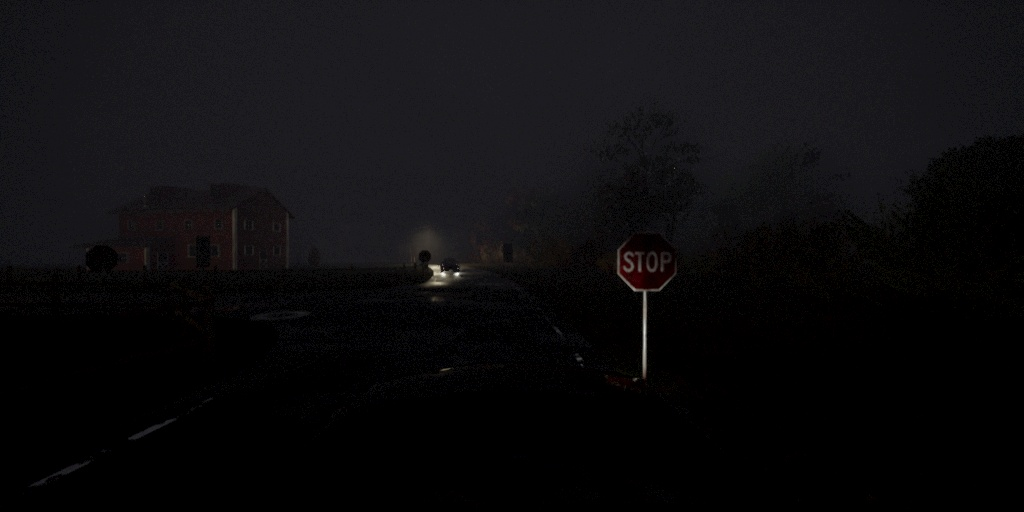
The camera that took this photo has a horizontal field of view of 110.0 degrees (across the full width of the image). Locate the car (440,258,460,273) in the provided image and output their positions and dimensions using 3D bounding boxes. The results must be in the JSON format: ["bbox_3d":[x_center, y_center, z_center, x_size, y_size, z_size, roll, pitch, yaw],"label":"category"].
[{"bbox_3d":[-7.362,0.995,42.475,2.097,1.767,4.553,0,0,-13],"label":"car"}]
